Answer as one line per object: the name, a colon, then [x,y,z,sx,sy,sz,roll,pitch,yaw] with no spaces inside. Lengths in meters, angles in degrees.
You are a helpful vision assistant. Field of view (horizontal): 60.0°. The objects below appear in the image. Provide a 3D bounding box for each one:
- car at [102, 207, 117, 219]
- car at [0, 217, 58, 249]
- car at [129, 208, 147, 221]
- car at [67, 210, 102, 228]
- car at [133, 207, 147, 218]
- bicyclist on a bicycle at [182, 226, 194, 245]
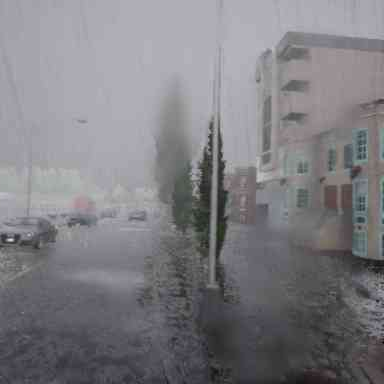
car: [-11.366,2.876,45.426,1.837,1.490,4.892,2,-2,-7]
car: [-8.039,1.939,16.303,1.994,1.385,4.181,2,-2,-7]
car: [-6.859,2.889,41.789,1.994,1.385,4.181,2,-2,-6]
car: [-9.572,2.403,29.372,1.895,1.301,4.718,2,-2,-7]
car: [-8.112,3.186,52.077,1.812,1.442,4.674,2,-2,-6]
bicyclist on a bicycle: [0.290,1.999,17.410,1.656,1.620,0.582,2,-2,-7]
